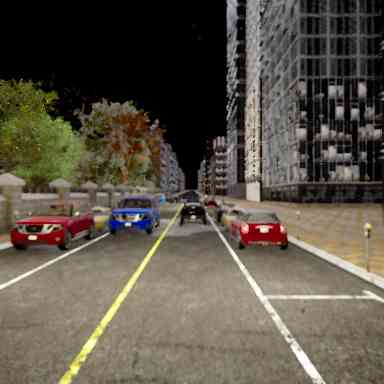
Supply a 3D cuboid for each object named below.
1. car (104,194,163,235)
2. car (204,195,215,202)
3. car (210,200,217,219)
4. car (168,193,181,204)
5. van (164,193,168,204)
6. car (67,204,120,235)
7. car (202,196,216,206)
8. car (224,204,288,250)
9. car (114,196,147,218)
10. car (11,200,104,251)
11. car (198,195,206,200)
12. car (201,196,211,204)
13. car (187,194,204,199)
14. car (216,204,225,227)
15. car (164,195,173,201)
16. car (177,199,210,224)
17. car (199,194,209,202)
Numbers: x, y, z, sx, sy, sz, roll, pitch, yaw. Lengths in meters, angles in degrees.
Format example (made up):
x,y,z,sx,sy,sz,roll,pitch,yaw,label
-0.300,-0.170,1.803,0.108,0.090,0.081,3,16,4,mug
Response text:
x,y,z,sx,sy,sz,roll,pitch,yaw,label
-3.104,1.216,18.941,2.150,2.045,5.566,0,0,0,car
2.691,1.544,47.676,1.802,1.307,4.206,1,0,0,car
2.693,1.556,25.689,1.947,1.339,4.313,1,0,0,car
-3.050,1.442,60.700,1.837,1.490,4.892,0,0,1,car
-5.687,1.283,58.961,1.690,1.788,3.998,1,0,0,van
-5.686,1.519,19.880,1.752,1.417,4.829,1,0,0,car
2.692,1.393,53.293,1.967,1.590,4.097,1,0,0,car
2.696,1.437,14.328,1.967,1.590,4.097,1,0,0,car
-5.685,1.299,31.416,2.192,1.841,5.009,1,0,0,car
-5.683,1.312,14.368,2.192,1.841,5.009,1,0,0,car
2.688,1.425,86.999,1.887,1.381,4.507,1,0,0,car
2.690,1.457,64.699,1.752,1.417,4.829,1,0,0,car
0.096,1.323,41.308,2.097,1.767,4.553,0,0,0,car
2.695,1.519,20.178,1.752,1.417,4.829,1,0,0,car
-5.692,1.439,81.418,1.887,1.381,4.507,1,0,0,car
0.097,1.491,24.920,1.837,1.490,4.892,0,-1,0,car
2.690,1.349,75.764,1.967,1.590,4.097,1,0,0,car
